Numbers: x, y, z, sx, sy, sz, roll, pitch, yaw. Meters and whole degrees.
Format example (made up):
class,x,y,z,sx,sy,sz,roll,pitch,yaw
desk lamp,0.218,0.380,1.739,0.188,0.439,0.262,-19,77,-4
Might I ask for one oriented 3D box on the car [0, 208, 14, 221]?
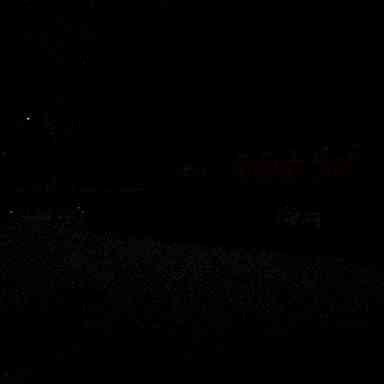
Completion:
class,x,y,z,sx,sy,sz,roll,pitch,yaw
car,-15.780,1.556,23.787,2.033,1.411,5.357,-1,0,36

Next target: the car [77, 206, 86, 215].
class,x,y,z,sx,sy,sz,roll,pitch,yaw
car,-9.047,1.587,33.198,1.895,1.301,4.718,-1,0,36
